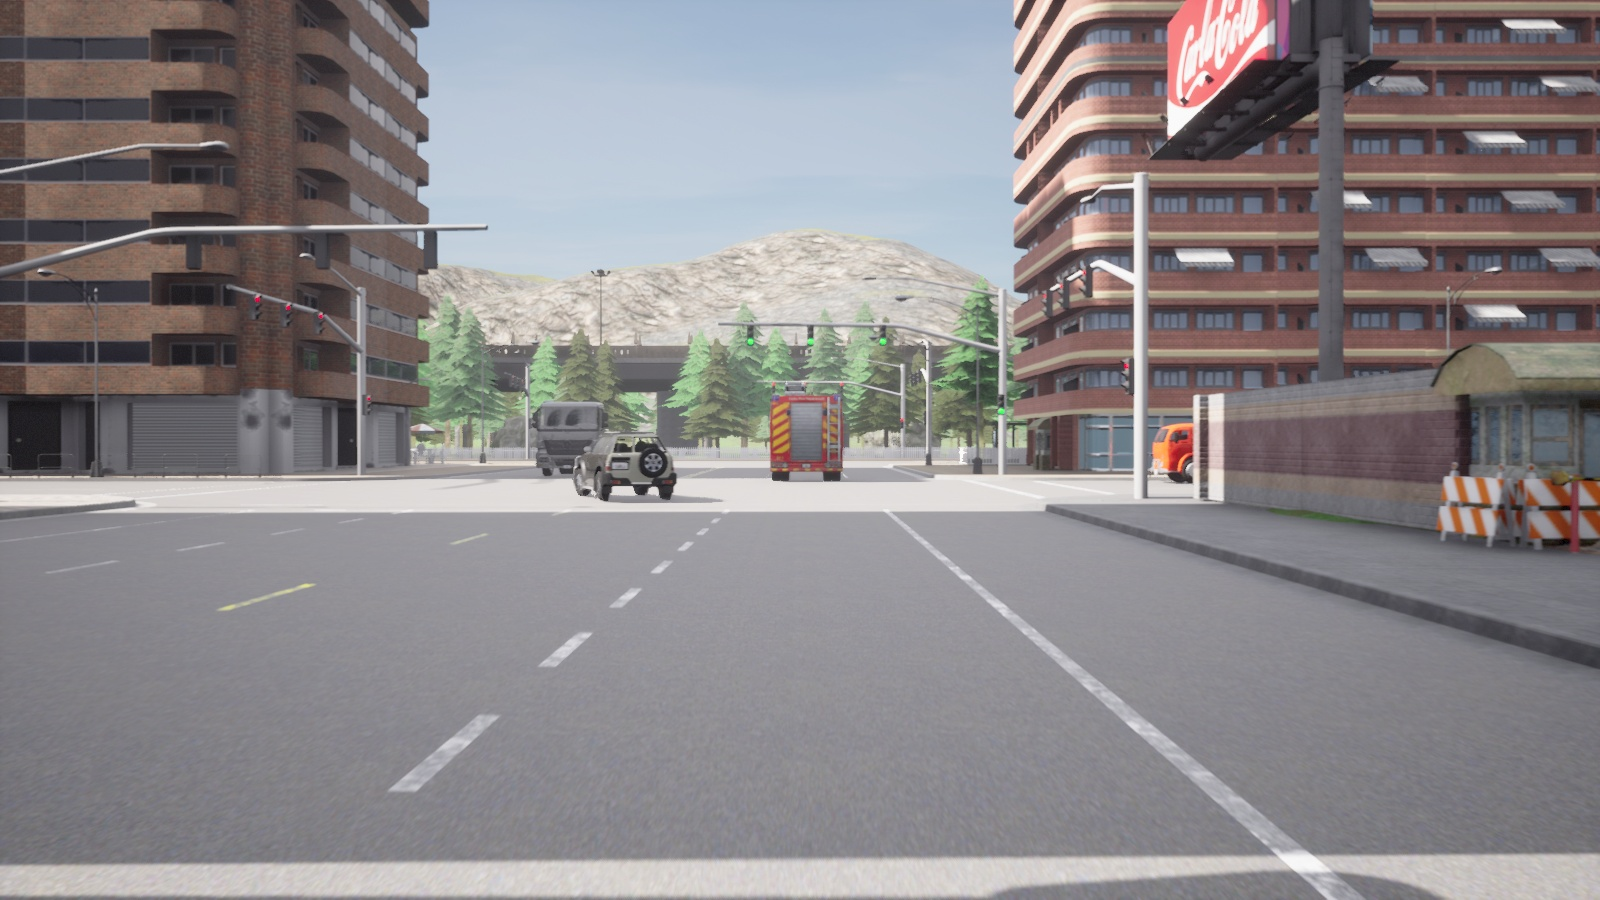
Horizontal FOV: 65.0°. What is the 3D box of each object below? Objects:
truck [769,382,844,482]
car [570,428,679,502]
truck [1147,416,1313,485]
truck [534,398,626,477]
[{"bbox_3d":[0.267,-0.714,52.630,2.891,3.827,8.468,0,0,0],"label":"truck"},{"bbox_3d":[-4.791,0.369,33.744,1.932,1.855,4.605,0,0,-20],"label":"car"},{"bbox_3d":[15.672,0.013,46.041,5.204,2.467,2.627,0,0,0],"label":"truck"},{"bbox_3d":[-10.202,-0.576,59.025,2.891,3.462,7.936,0,0,0],"label":"truck"}]
